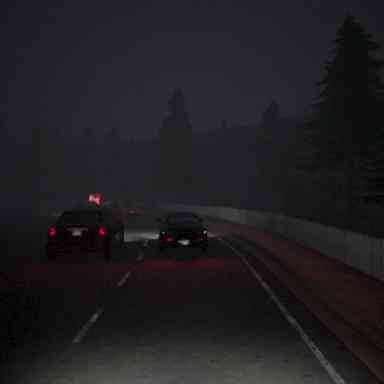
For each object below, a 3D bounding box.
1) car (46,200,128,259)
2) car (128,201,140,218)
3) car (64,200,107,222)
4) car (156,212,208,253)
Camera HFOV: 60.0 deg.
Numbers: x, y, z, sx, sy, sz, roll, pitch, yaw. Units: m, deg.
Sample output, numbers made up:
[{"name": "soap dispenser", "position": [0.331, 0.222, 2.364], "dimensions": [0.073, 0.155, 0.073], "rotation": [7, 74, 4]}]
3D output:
[{"name": "car", "position": [-3.879, 1.352, 12.825], "dimensions": [2.097, 1.767, 4.553], "rotation": [0, 0, -5]}, {"name": "car", "position": [-6.406, 1.479, 30.062], "dimensions": [1.882, 1.535, 5.008], "rotation": [0, 0, -34]}, {"name": "car", "position": [-8.891, 1.493, 27.553], "dimensions": [2.128, 1.511, 4.902], "rotation": [0, 0, -33]}, {"name": "car", "position": [-0.456, 1.526, 13.608], "dimensions": [1.812, 1.442, 4.674], "rotation": [0, 0, -6]}]
